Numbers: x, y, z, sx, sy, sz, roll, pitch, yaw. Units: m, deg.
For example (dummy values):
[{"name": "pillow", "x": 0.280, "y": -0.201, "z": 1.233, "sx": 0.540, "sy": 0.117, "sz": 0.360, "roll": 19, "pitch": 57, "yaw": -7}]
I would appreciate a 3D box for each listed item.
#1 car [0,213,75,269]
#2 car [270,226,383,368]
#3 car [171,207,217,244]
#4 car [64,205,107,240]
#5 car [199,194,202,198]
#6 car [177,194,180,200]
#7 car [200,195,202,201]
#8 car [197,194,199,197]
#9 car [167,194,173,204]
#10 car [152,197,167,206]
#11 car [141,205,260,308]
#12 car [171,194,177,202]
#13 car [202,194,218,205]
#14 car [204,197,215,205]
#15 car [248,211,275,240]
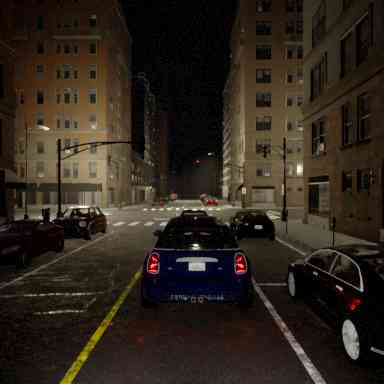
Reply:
[{"name": "car", "x": -5.634, "y": 1.582, "z": 11.101, "sx": 1.802, "sy": 1.307, "sz": 4.206, "roll": 0, "pitch": 0, "yaw": 0}, {"name": "car", "x": 2.873, "y": 1.551, "z": 5.571, "sx": 2.008, "sy": 1.369, "sz": 4.403, "roll": 0, "pitch": 0, "yaw": 0}, {"name": "car", "x": 0.100, "y": 1.565, "z": 16.647, "sx": 1.994, "sy": 1.385, "sz": 4.181, "roll": 0, "pitch": 0, "yaw": 1}, {"name": "car", "x": -5.616, "y": 1.441, "z": 16.603, "sx": 1.967, "sy": 1.590, "sz": 4.097, "roll": 0, "pitch": 0, "yaw": 0}, {"name": "car", "x": 3.181, "y": 1.524, "z": 75.299, "sx": 1.967, "sy": 1.590, "sz": 4.097, "roll": 0, "pitch": 0, "yaw": 0}, {"name": "car", "x": -5.260, "y": 1.457, "z": 91.565, "sx": 2.192, "sy": 1.841, "sz": 5.009, "roll": 0, "pitch": 0, "yaw": 0}, {"name": "car", "x": 3.126, "y": 1.607, "z": 64.481, "sx": 2.008, "sy": 1.369, "sz": 4.403, "roll": 0, "pitch": 0, "yaw": 0}, {"name": "car", "x": 3.264, "y": 1.457, "z": 91.526, "sx": 2.192, "sy": 1.841, "sz": 5.009, "roll": 0, "pitch": 0, "yaw": 0}, {"name": "car", "x": -5.399, "y": 1.607, "z": 64.522, "sx": 2.008, "sy": 1.369, "sz": 4.403, "roll": 0, "pitch": 0, "yaw": 0}, {"name": "car", "x": -5.455, "y": 1.618, "z": 53.705, "sx": 1.802, "sy": 1.307, "sz": 4.206, "roll": 0, "pitch": 0, "yaw": 0}, {"name": "car", "x": 0.105, "y": 1.352, "z": 8.064, "sx": 2.097, "sy": 1.767, "sz": 4.553, "roll": 0, "pitch": 0, "yaw": 0}, {"name": "car", "x": -5.316, "y": 1.626, "z": 80.577, "sx": 1.752, "sy": 1.417, "sz": 4.829, "roll": 0, "pitch": 0, "yaw": 0}, {"name": "car", "x": 3.069, "y": 1.476, "z": 53.663, "sx": 1.967, "sy": 1.590, "sz": 4.097, "roll": 0, "pitch": 0, "yaw": 0}, {"name": "car", "x": 3.098, "y": 1.571, "z": 59.243, "sx": 1.752, "sy": 1.417, "sz": 4.829, "roll": 0, "pitch": 0, "yaw": 0}, {"name": "car", "x": 2.910, "y": 1.566, "z": 16.573, "sx": 1.947, "sy": 1.339, "sz": 4.313, "roll": 0, "pitch": 0, "yaw": 0}]
